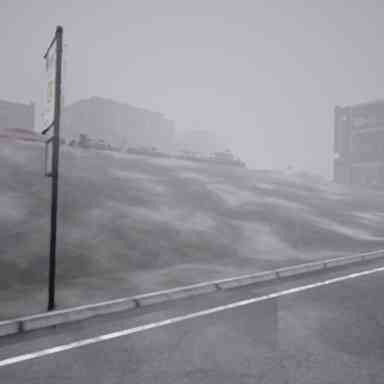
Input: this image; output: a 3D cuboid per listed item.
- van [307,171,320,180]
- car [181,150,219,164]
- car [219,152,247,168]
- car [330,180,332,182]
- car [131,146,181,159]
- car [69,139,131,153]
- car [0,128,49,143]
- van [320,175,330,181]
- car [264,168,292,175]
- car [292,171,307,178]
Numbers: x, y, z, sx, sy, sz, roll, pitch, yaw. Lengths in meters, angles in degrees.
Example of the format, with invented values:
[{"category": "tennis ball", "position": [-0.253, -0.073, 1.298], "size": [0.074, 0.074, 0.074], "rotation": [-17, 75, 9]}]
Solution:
[{"category": "van", "position": [19.193, -2.432, 55.585], "size": [1.878, 1.987, 4.442], "rotation": [1, -2, 41]}, {"category": "car", "position": [0.212, -3.448, 35.215], "size": [4.553, 1.767, 2.185], "rotation": [2, -1, -44]}, {"category": "car", "position": [4.209, -3.392, 39.154], "size": [5.566, 2.045, 2.435], "rotation": [3, -1, -45]}, {"category": "car", "position": [26.086, -1.598, 64.120], "size": [2.163, 1.488, 4.792], "rotation": [1, -2, 39]}, {"category": "car", "position": [-3.874, -3.483, 31.331], "size": [4.892, 1.521, 2.231], "rotation": [2, -1, -42]}, {"category": "car", "position": [-7.886, -3.582, 27.686], "size": [4.674, 1.452, 2.002], "rotation": [2, -1, -41]}, {"category": "car", "position": [-12.049, -3.732, 24.064], "size": [4.792, 1.488, 2.163], "rotation": [2, -1, -40]}, {"category": "van", "position": [22.709, -2.147, 59.856], "size": [1.878, 1.987, 4.442], "rotation": [1, -2, 40]}, {"category": "car", "position": [11.784, -2.680, 47.167], "size": [2.002, 1.452, 4.674], "rotation": [1, -2, 43]}, {"category": "car", "position": [15.472, -2.437, 51.297], "size": [2.002, 1.452, 4.674], "rotation": [1, -2, 42]}]
